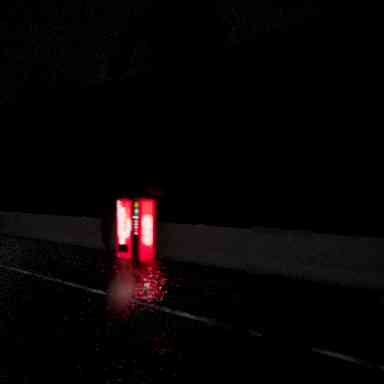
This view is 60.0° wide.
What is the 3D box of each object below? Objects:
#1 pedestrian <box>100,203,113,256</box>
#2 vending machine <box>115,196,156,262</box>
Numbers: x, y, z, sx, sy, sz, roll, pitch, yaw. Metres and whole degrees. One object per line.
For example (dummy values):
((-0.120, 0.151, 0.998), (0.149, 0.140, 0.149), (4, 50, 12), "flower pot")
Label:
((-2.997, 1.309, 11.690), (0.375, 1.860, 0.375), (0, 0, 35), "pedestrian")
((-1.925, 1.212, 11.386), (0.880, 2.100, 1.100), (0, 0, 35), "vending machine")
